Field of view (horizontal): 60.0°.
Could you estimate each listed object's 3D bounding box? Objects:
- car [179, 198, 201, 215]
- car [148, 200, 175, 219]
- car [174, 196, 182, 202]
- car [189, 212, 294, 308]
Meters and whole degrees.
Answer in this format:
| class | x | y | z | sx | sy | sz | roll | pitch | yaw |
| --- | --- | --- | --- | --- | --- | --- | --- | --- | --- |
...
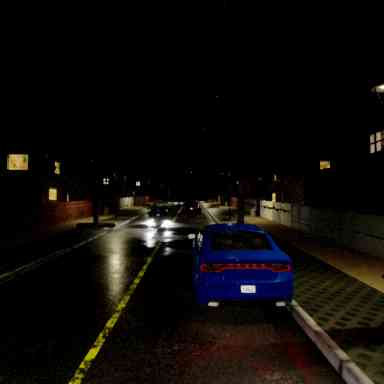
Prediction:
| class | x | y | z | sx | sy | sz | roll | pitch | yaw |
| --- | --- | --- | --- | --- | --- | --- | --- | --- | --- |
| car | -0.034 | 1.609 | 34.775 | 1.994 | 1.385 | 4.181 | 0 | 0 | 1 |
| car | -2.838 | 1.638 | 30.057 | 1.895 | 1.301 | 4.718 | 0 | 0 | 0 |
| car | -2.972 | 1.695 | 75.799 | 1.994 | 1.385 | 4.181 | 0 | 0 | 0 |
| car | 0.940 | 1.487 | 8.081 | 1.882 | 1.535 | 5.008 | 0 | 0 | 0 |
